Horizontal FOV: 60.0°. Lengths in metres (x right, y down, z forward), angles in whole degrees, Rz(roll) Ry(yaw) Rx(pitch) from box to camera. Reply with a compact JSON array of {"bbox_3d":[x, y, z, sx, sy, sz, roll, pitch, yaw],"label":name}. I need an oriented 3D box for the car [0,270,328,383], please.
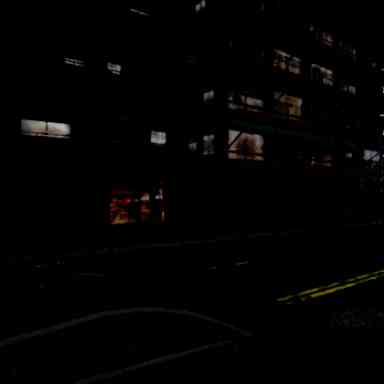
[{"bbox_3d":[-0.771,1.501,2.910,4.902,1.511,2.128,1,0,-36],"label":"car"}]
